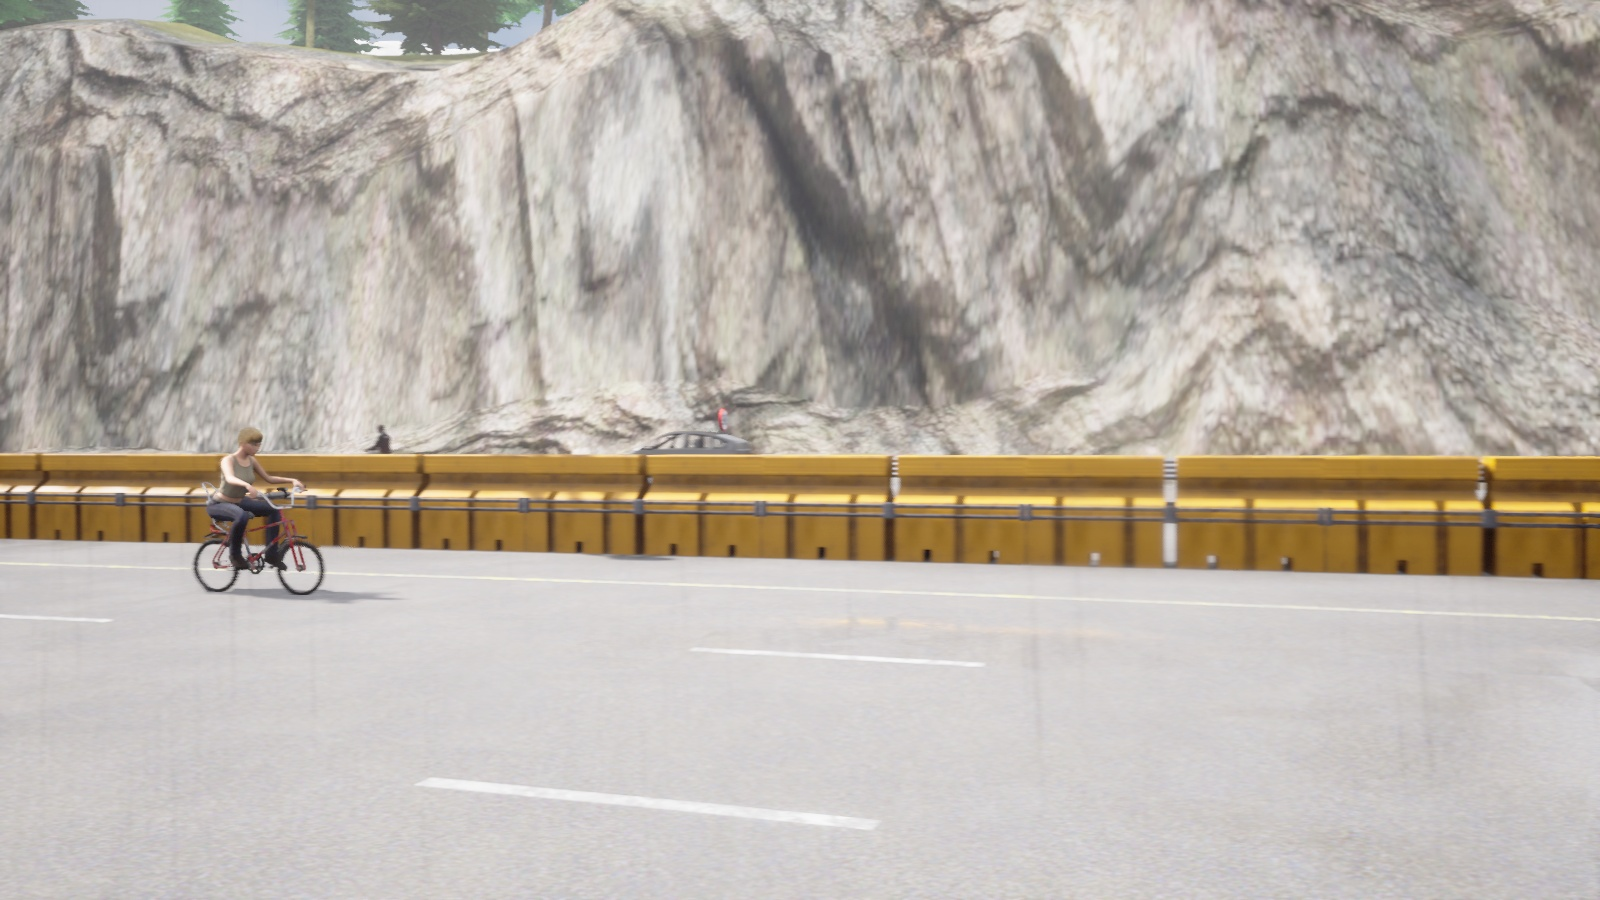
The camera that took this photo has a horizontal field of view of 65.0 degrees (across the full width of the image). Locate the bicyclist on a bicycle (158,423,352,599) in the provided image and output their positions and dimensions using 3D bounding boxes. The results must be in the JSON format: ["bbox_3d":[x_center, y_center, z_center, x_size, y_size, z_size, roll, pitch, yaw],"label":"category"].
[{"bbox_3d":[-5.247,0.548,12.126,1.509,1.612,0.866,1,1,15],"label":"bicyclist on a bicycle"}]

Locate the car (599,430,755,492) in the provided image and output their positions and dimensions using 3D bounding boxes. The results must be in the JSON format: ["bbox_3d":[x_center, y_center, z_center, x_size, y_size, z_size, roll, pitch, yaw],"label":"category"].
[{"bbox_3d":[-3.235,0.260,33.353,3.705,1.549,1.789,1,1,15],"label":"car"}]
